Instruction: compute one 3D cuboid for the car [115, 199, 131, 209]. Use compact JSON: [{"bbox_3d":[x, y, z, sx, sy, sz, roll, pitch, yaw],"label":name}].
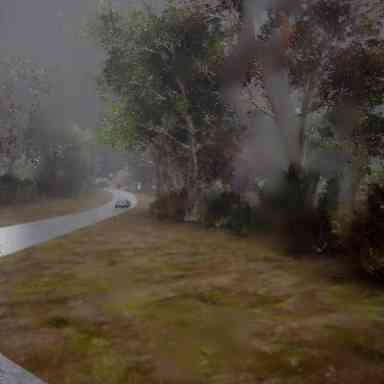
[{"bbox_3d":[-10.447,1.751,50.240,1.994,1.385,4.181,-2,1,-5],"label":"car"}]
